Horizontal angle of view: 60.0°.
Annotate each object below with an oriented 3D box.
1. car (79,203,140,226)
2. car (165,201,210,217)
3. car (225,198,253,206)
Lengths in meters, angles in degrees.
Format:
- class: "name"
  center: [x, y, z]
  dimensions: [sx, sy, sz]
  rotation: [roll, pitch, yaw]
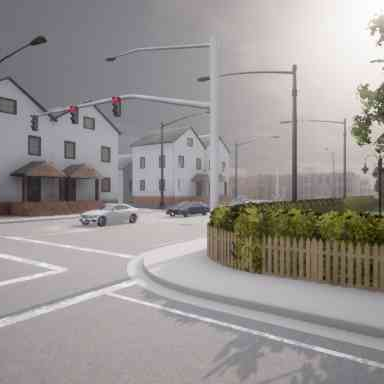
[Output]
- class: "car"
  center: [-5.679, 1.526, 23.440]
  dimensions: [1.812, 1.442, 4.674]
  rotation: [0, 0, 35]
- class: "car"
  center: [-0.190, 1.547, 31.387]
  dimensions: [2.033, 1.411, 5.357]
  rotation: [0, 0, 35]
- class: "car"
  center: [5.690, 1.492, 39.875]
  dimensions: [2.128, 1.511, 4.902]
  rotation: [0, 0, 35]
